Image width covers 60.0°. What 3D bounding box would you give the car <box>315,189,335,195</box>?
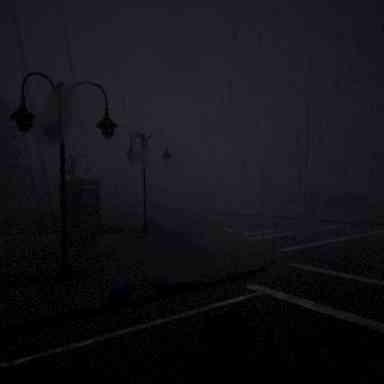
[{"bbox_3d":[29.676,-0.010,74.207,1.970,1.475,3.806,-1,1,-36],"label":"car"}]

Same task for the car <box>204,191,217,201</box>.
[{"bbox_3d":[1.825,0.666,54.272,2.152,1.636,5.027,-1,1,-36],"label":"car"}]

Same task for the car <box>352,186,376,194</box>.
[{"bbox_3d":[34.628,-0.275,67.324,1.932,1.855,4.605,-1,1,-36],"label":"car"}]

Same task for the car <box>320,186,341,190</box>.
[{"bbox_3d":[24.080,0.183,60.672,2.007,1.523,4.514,-1,1,-36],"label":"car"}]

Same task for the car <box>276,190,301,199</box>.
[{"bbox_3d":[15.923,0.411,54.904,1.845,1.501,3.633,-1,1,-36],"label":"car"}]

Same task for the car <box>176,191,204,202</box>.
[{"bbox_3d":[-0.697,0.740,52.408,2.007,1.523,4.514,-1,1,-36],"label":"car"}]

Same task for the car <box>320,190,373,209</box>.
[{"bbox_3d":[14.432,0.774,31.221,1.845,1.501,3.633,-1,1,-36],"label":"car"}]

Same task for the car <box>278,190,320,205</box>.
[{"bbox_3d":[12.548,0.723,38.993,1.970,1.475,3.806,-1,1,-36],"label":"car"}]
